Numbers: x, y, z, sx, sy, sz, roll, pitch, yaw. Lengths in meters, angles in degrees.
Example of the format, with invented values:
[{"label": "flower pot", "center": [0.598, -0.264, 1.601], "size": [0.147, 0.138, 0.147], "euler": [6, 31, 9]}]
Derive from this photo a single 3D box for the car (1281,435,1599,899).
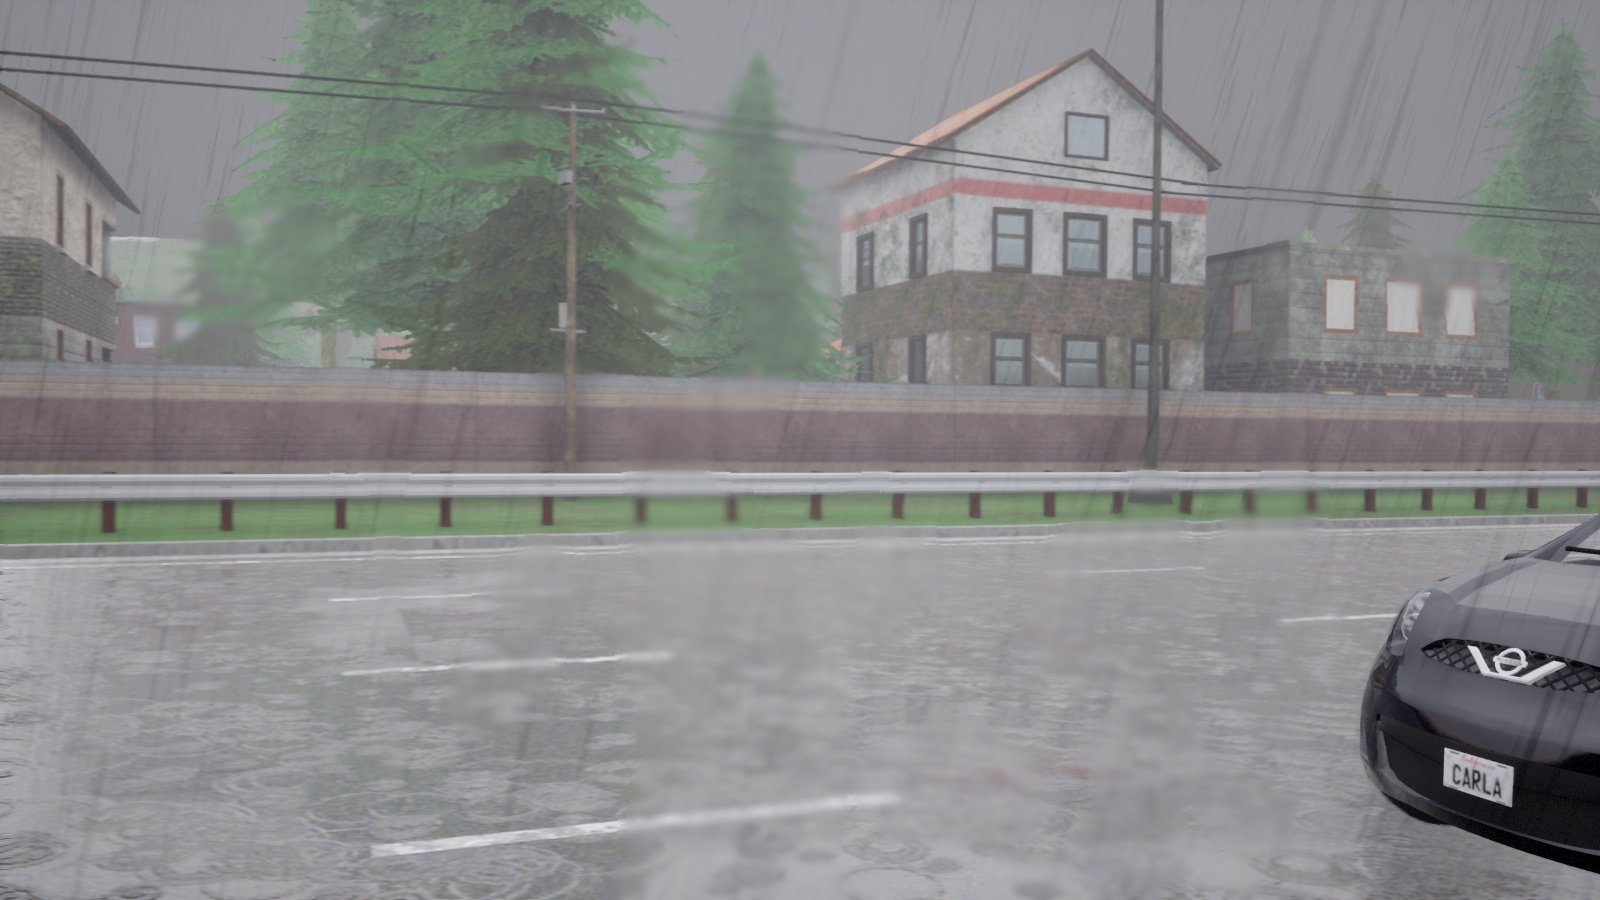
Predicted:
[{"label": "car", "center": [3.922, 0.693, 4.728], "size": [3.633, 1.501, 1.845], "euler": [-1, 1, -21]}]
